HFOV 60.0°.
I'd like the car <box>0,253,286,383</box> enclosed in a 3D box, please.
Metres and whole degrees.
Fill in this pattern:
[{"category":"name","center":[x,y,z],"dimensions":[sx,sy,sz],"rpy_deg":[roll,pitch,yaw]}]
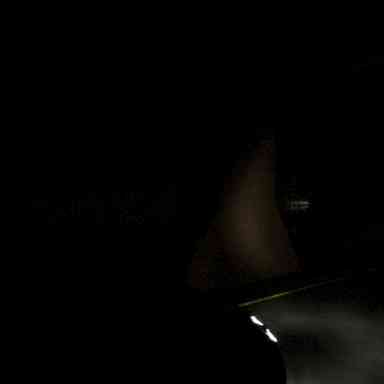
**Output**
[{"category":"car","center":[-1.282,1.352,2.829],"dimensions":[4.553,1.767,2.097],"rpy_deg":[0,0,-35]}]
